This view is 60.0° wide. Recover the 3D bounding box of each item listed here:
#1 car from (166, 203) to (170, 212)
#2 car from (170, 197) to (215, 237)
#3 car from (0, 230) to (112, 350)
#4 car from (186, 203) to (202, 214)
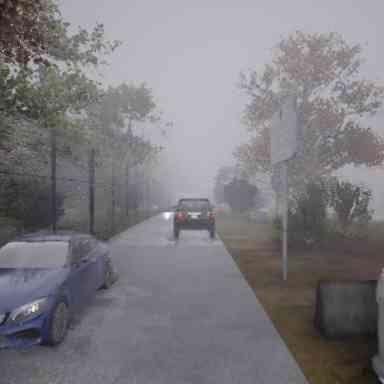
[{"bbox_3d":[-2.663,2.205,47.610,1.895,1.301,4.718,0,-1,1],"label":"car"},{"bbox_3d":[0.133,1.323,18.964,2.150,2.045,5.566,0,-1,0],"label":"car"},{"bbox_3d":[-2.843,1.541,6.467,1.812,1.442,4.674,0,0,0],"label":"car"},{"bbox_3d":[0.234,2.083,42.374,1.895,1.301,4.718,0,-1,0],"label":"car"}]
